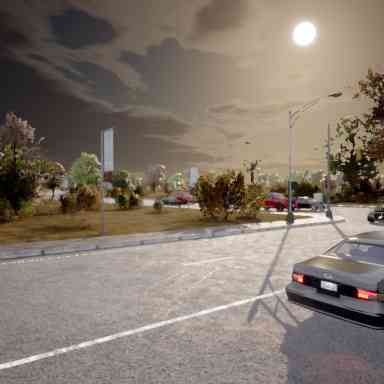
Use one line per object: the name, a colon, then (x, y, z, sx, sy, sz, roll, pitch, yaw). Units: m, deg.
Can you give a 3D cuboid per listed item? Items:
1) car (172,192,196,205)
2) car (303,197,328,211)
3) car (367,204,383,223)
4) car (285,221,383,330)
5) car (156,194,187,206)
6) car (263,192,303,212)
car: (-1.361, 1.044, 54.319, 2.150, 2.045, 5.566, -1, 0, -39)
car: (12.631, 1.302, 37.022, 2.128, 1.511, 4.902, -1, 0, -39)
car: (13.668, 1.429, 22.468, 4.181, 1.385, 1.994, 0, 0, -36)
car: (4.204, 1.527, 6.774, 5.357, 1.411, 2.033, 0, 0, -36)
car: (-3.616, 1.392, 51.540, 2.033, 1.411, 5.357, -1, 0, -39)
car: (8.752, 1.058, 36.284, 2.150, 2.045, 5.566, -1, 0, -37)
